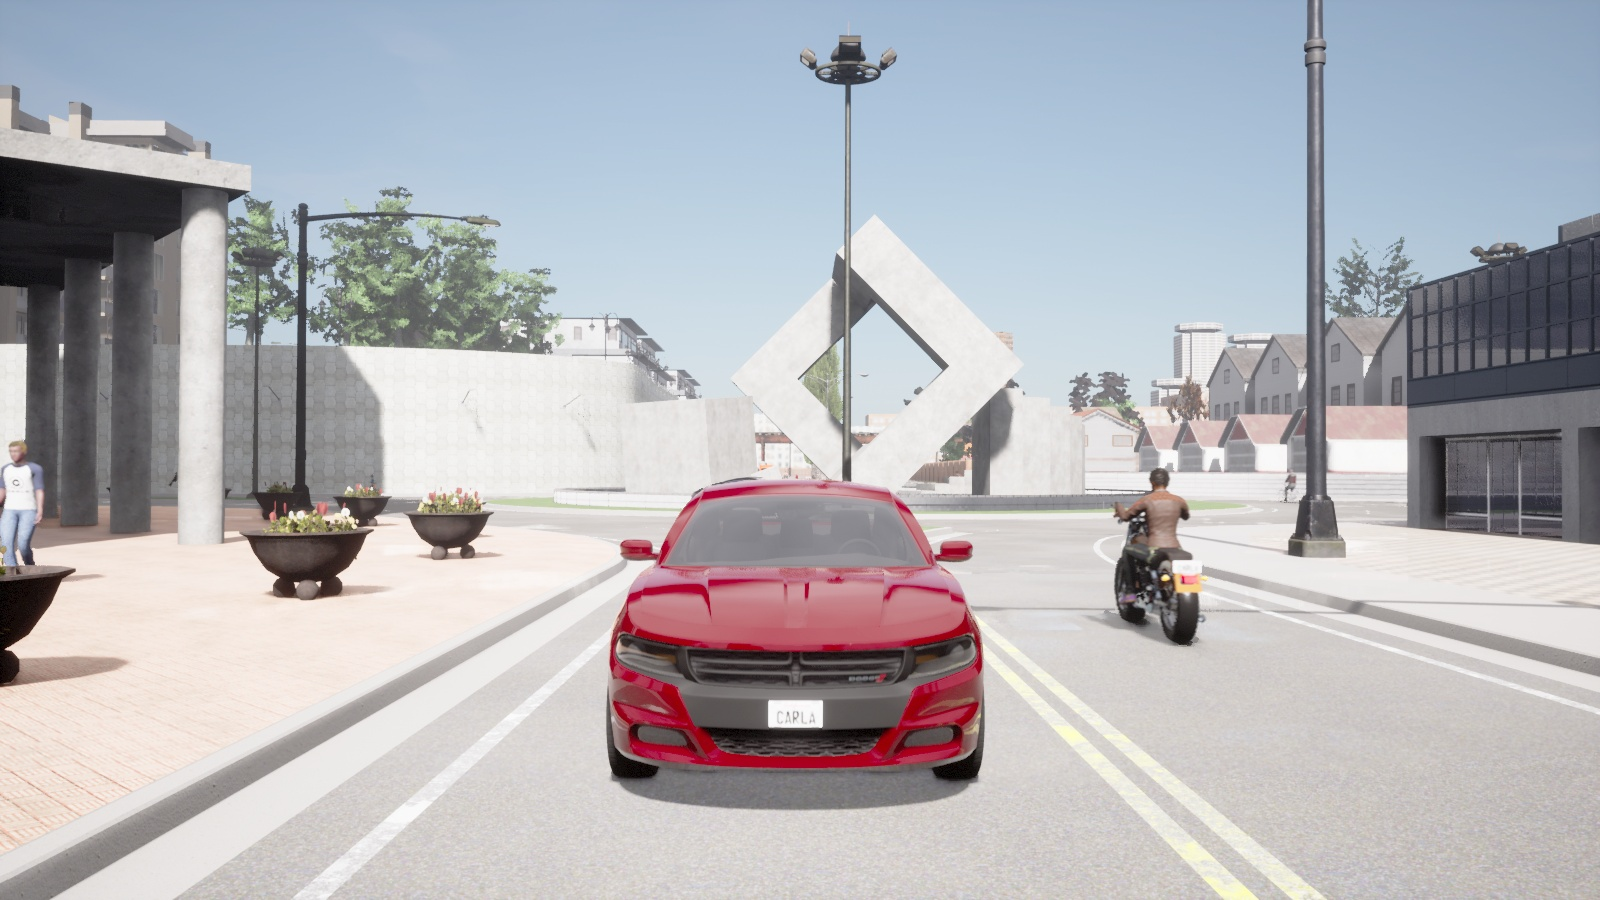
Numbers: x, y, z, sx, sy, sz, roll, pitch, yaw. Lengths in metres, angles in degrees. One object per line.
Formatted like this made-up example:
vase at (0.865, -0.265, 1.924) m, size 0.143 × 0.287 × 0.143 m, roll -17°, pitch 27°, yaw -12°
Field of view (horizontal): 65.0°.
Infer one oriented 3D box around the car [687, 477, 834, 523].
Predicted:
car at (-1.210, 1.541, 39.256) m, size 4.181 × 1.385 × 1.994 m, roll 0°, pitch -1°, yaw 16°

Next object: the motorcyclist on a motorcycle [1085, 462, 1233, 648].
motorcyclist on a motorcycle at (3.470, 0.959, 12.391) m, size 0.766 × 1.649 × 2.350 m, roll 0°, pitch -1°, yaw 0°

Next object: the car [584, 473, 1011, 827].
car at (-0.016, 0.927, 8.051) m, size 1.882 × 1.535 × 5.008 m, roll 0°, pitch -1°, yaw 0°

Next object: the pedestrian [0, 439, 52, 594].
pedestrian at (-9.487, 0.797, 15.326) m, size 0.354 × 1.836 × 0.706 m, roll 0°, pitch -1°, yaw -7°
